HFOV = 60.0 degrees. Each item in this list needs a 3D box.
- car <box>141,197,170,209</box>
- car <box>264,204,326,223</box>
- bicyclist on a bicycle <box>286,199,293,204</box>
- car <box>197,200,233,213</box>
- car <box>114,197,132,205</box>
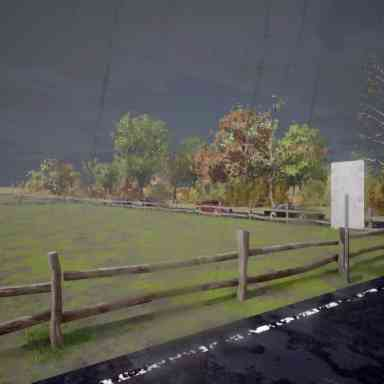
[{"bbox_3d":[-4.729,1.609,44.950,1.994,1.385,4.181,0,0,-35],"label":"car"},{"bbox_3d":[8.081,1.628,26.406,1.895,1.301,4.718,0,0,-35],"label":"car"},{"bbox_3d":[9.956,1.491,34.192,1.656,1.620,0.582,0,0,-35],"label":"bicyclist on a bicycle"},{"bbox_3d":[2.244,1.565,34.844,1.812,1.442,4.674,0,0,-34],"label":"car"},{"bbox_3d":[-12.540,1.590,61.227,2.033,1.411,5.357,0,0,-35],"label":"car"}]
